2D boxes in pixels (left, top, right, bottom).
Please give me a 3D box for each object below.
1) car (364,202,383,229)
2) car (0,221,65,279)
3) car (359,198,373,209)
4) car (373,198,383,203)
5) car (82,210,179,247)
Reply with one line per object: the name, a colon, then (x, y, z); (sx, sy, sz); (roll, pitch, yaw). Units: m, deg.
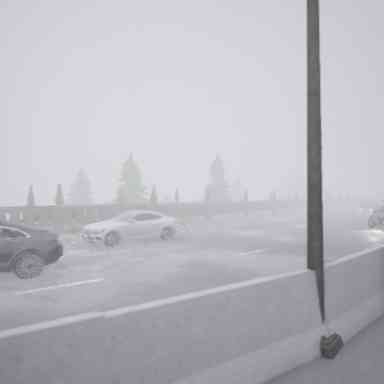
car: (12.666, 1.594, 21.093); (1.994, 1.385, 4.181); (0, 0, 41)
car: (-5.883, 1.536, 8.545); (4.902, 1.511, 2.128); (0, 0, -36)
car: (25.204, 1.612, 47.308); (1.812, 1.442, 4.674); (-1, 0, 40)
car: (23.378, 1.538, 39.583); (1.882, 1.535, 5.008); (-1, 0, 39)
car: (-2.699, 1.588, 15.499); (4.674, 1.442, 1.812); (0, 0, -41)
